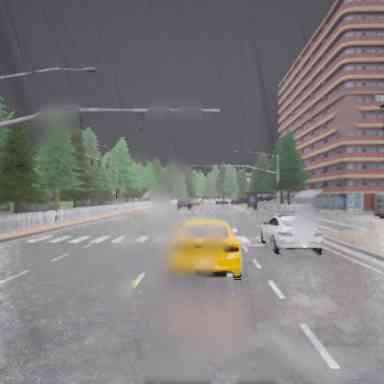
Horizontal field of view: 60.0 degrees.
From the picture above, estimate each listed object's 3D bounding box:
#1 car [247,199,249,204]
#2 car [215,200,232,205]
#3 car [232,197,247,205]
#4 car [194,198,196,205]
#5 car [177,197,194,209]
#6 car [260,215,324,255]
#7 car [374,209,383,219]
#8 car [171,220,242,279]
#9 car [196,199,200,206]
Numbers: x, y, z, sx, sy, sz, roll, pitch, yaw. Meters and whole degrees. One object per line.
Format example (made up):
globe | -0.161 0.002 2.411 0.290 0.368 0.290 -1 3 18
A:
car | 13.942 2.395 93.968 5.566 2.045 2.150 1 -1 -44
car | 7.720 2.654 85.745 1.895 1.301 4.718 0 -1 32
car | 11.540 2.561 85.354 1.837 1.490 4.892 0 -1 32
car | -0.826 2.169 67.065 2.097 1.767 4.553 0 -1 3
car | -1.302 1.921 57.438 2.150 2.045 5.566 0 -1 3
car | 4.120 1.707 14.197 1.812 1.442 4.674 0 -1 2
car | 20.970 2.004 33.390 4.892 1.490 1.837 0 -1 3
car | 0.457 1.608 10.519 1.882 1.535 5.008 0 -1 3
car | 0.460 2.295 76.967 2.097 1.767 4.553 0 -1 14
